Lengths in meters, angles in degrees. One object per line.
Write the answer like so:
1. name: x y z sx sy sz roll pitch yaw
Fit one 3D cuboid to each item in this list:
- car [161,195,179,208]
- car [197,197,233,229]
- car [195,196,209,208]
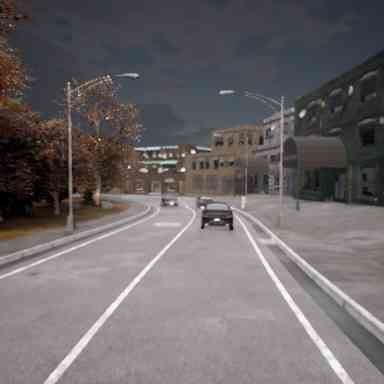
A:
1. car: -2.690 1.095 40.229 2.128 1.511 4.902 0 1 -10
2. car: 1.570 1.363 20.890 1.882 1.535 5.008 1 1 4
3. car: 1.427 1.140 39.332 1.812 1.442 4.674 0 1 -4
